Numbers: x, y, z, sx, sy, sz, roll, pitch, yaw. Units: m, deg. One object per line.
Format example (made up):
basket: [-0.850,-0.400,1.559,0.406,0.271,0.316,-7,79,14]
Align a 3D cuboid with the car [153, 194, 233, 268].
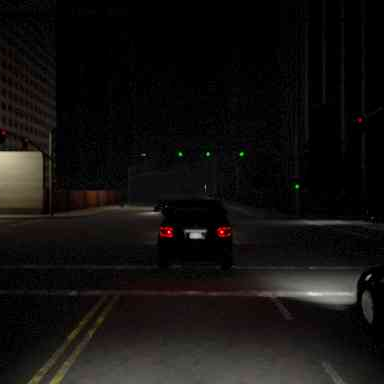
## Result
car: [0.096,1.225,11.450,2.150,2.045,5.566,0,0,0]

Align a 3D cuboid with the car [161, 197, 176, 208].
car: [-3.557,1.602,51.109,1.882,1.535,5.008,0,0,1]

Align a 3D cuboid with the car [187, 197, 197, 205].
car: [-0.002,1.655,61.958,1.837,1.490,4.892,0,0,0]

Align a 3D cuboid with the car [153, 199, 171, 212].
car: [-3.593,1.604,40.770,1.837,1.490,4.892,0,0,0]

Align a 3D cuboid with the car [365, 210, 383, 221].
car: [15.628,1.605,24.791,4.718,1.301,1.895,0,0,0]

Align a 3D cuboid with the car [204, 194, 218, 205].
car: [3.498,1.372,61.989,2.150,2.045,5.566,0,0,0]

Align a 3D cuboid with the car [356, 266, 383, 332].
car: [3.715,1.516,3.944,1.837,1.490,4.892,0,0,3]
